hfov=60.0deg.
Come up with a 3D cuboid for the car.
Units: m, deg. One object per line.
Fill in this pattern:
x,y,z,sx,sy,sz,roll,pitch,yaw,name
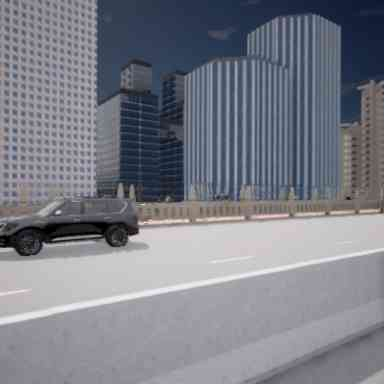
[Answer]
-4.825,1.242,13.446,5.566,2.045,2.150,0,0,-35,car
